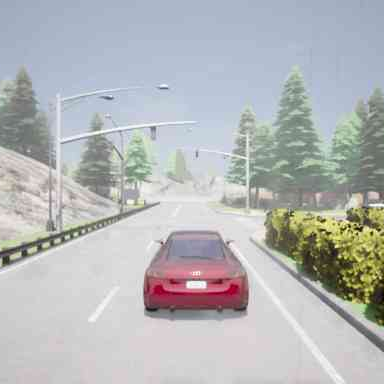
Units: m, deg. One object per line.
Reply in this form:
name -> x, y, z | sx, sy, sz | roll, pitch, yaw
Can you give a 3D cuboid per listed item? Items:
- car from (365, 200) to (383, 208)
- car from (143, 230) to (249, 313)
car -> 17.241, 1.381, 27.835 | 5.566, 2.045, 2.150 | 0, 0, 0
car -> 0.070, 1.563, 7.731 | 1.994, 1.385, 4.181 | 0, 0, 0
